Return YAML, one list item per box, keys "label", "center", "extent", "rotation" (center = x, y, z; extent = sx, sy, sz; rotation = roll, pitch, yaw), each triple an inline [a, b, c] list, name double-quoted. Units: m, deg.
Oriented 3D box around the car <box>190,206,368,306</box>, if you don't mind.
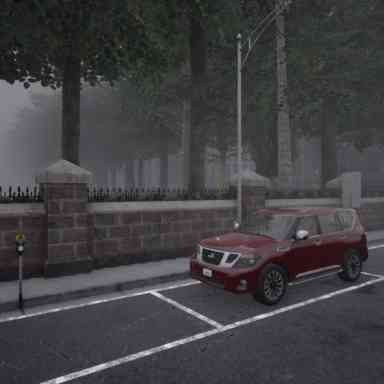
- label: "car"
  center: [2.359, 1.314, 8.215]
  extent: [5.009, 1.841, 2.192]
  rotation: [0, 0, -35]
